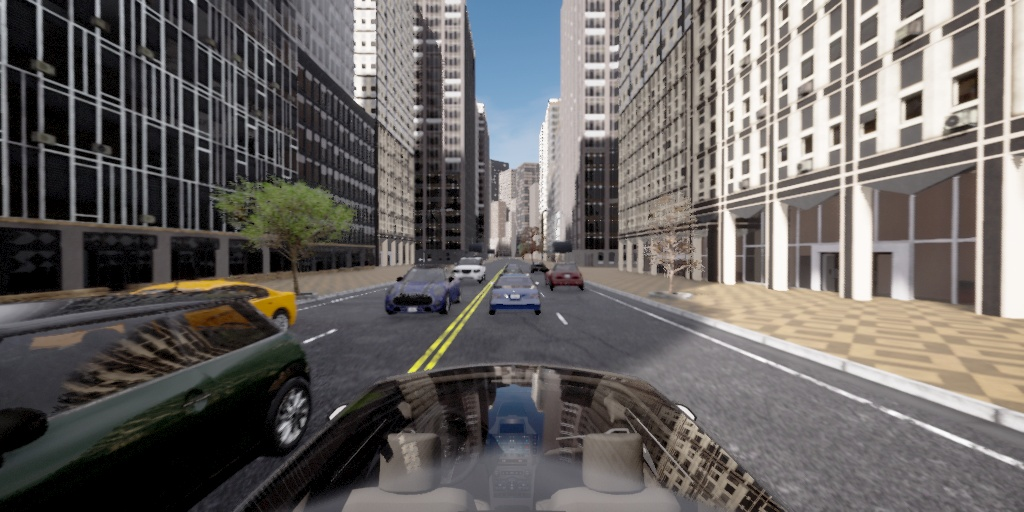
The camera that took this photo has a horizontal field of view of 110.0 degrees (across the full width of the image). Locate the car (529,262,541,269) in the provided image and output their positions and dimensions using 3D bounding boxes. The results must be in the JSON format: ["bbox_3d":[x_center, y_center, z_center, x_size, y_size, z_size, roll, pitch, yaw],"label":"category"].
[{"bbox_3d":[3.359,1.471,47.129,1.837,1.490,4.892,0,0,0],"label":"car"}]

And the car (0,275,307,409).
[{"bbox_3d":[-6.507,1.256,7.216,1.882,1.535,5.008,0,0,0],"label":"car"}]

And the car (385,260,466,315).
[{"bbox_3d":[-3.248,1.163,13.931,2.097,1.767,4.553,0,0,0],"label":"car"}]

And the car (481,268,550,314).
[{"bbox_3d":[0.105,1.360,14.083,2.033,1.411,5.357,0,0,0],"label":"car"}]

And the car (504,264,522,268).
[{"bbox_3d":[0.109,1.493,38.833,1.994,1.385,4.181,0,0,0],"label":"car"}]

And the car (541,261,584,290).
[{"bbox_3d":[3.307,1.210,23.475,2.097,1.767,4.553,0,0,0],"label":"car"}]

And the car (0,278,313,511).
[{"bbox_3d":[-3.276,1.103,2.067,2.097,1.767,4.553,0,0,1],"label":"car"}]

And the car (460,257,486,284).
[{"bbox_3d":[-3.292,1.108,28.792,2.150,2.045,5.566,0,-1,1],"label":"car"}]
